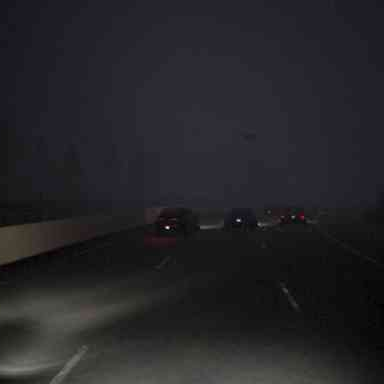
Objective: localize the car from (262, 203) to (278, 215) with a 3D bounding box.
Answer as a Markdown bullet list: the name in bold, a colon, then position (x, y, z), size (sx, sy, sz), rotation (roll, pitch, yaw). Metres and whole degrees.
- **car**: position (9.482, 1.933, 38.699), size (1.895, 1.301, 4.718), rotation (0, -1, 26)

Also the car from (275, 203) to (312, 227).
- **car**: position (7.599, 1.761, 24.702), size (2.033, 1.411, 5.357), rotation (0, -1, 19)

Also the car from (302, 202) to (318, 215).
- **car**: position (13.783, 1.869, 39.449), size (1.812, 1.442, 4.674), rotation (0, 0, 27)

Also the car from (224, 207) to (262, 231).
- **car**: position (3.400, 1.755, 22.491), size (1.994, 1.385, 4.181), rotation (0, 0, 14)

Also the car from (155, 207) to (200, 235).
- **car**: position (-0.769, 1.672, 20.260), size (1.837, 1.490, 4.892), rotation (0, -1, 13)
